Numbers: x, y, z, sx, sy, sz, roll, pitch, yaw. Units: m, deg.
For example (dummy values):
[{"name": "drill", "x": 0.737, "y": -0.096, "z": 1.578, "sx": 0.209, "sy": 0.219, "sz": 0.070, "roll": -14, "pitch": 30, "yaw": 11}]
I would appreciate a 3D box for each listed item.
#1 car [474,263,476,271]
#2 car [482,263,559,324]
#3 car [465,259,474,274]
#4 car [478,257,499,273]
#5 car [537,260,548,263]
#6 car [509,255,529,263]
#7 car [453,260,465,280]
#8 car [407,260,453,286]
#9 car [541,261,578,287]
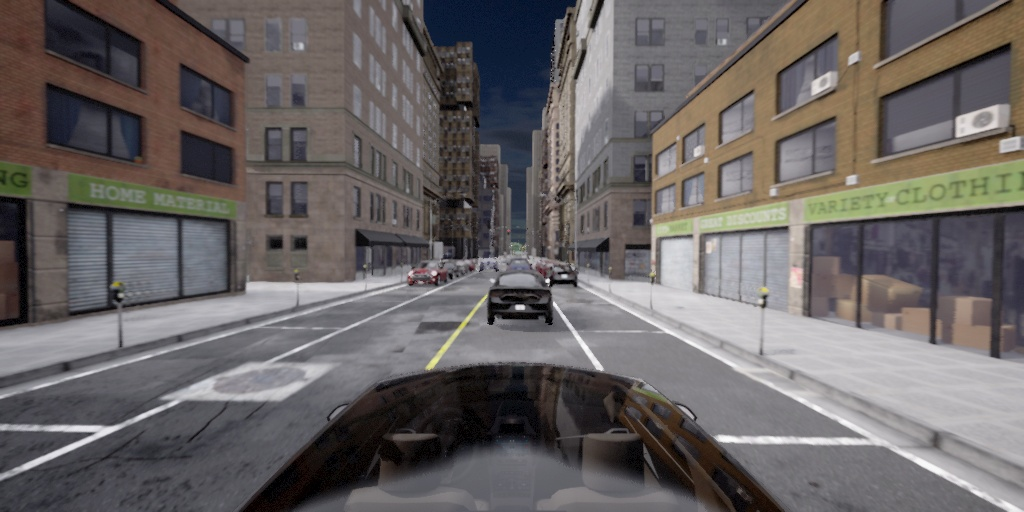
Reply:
[{"name": "car", "x": -5.076, "y": 1.056, "z": 39.877, "sx": 1.888, "sy": 1.381, "sz": 4.507, "roll": 0, "pitch": 0, "yaw": 1}, {"name": "car", "x": 0.258, "y": 1.173, "z": 11.828, "sx": 1.882, "sy": 1.535, "sz": 5.008, "roll": 0, "pitch": 0, "yaw": 1}, {"name": "car", "x": -5.181, "y": 1.089, "z": 34.372, "sx": 2.007, "sy": 1.370, "sz": 4.403, "roll": 0, "pitch": 0, "yaw": 1}, {"name": "car", "x": -2.352, "y": 0.873, "z": 37.442, "sx": 1.812, "sy": 1.442, "sz": 4.674, "roll": 0, "pitch": 0, "yaw": 1}, {"name": "car", "x": 3.238, "y": 1.172, "z": 28.705, "sx": 1.888, "sy": 1.381, "sz": 4.507, "roll": 0, "pitch": 0, "yaw": 1}, {"name": "car", "x": 0.579, "y": 0.964, "z": 28.548, "sx": 2.097, "sy": 1.767, "sz": 4.553, "roll": 0, "pitch": 1, "yaw": 1}, {"name": "car", "x": -5.286, "y": 1.132, "z": 28.868, "sx": 1.948, "sy": 1.339, "sz": 4.313, "roll": 0, "pitch": 0, "yaw": 1}, {"name": "car", "x": -5.391, "y": 1.034, "z": 23.364, "sx": 1.967, "sy": 1.591, "sz": 4.097, "roll": 0, "pitch": 0, "yaw": 1}, {"name": "car", "x": 3.133, "y": 1.221, "z": 23.202, "sx": 1.948, "sy": 1.339, "sz": 4.313, "roll": 0, "pitch": 0, "yaw": 1}]
